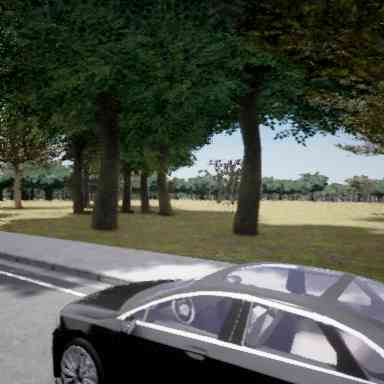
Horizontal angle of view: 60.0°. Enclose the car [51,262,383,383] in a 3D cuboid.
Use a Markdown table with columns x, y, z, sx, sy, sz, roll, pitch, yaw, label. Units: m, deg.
| x | y | z | sx | sy | sz | roll | pitch | yaw | label |
| --- | --- | --- | --- | --- | --- | --- | --- | --- | --- |
| 0.567 | 1.493 | 3.282 | 4.902 | 1.511 | 2.128 | 0 | 0 | 35 | car |
